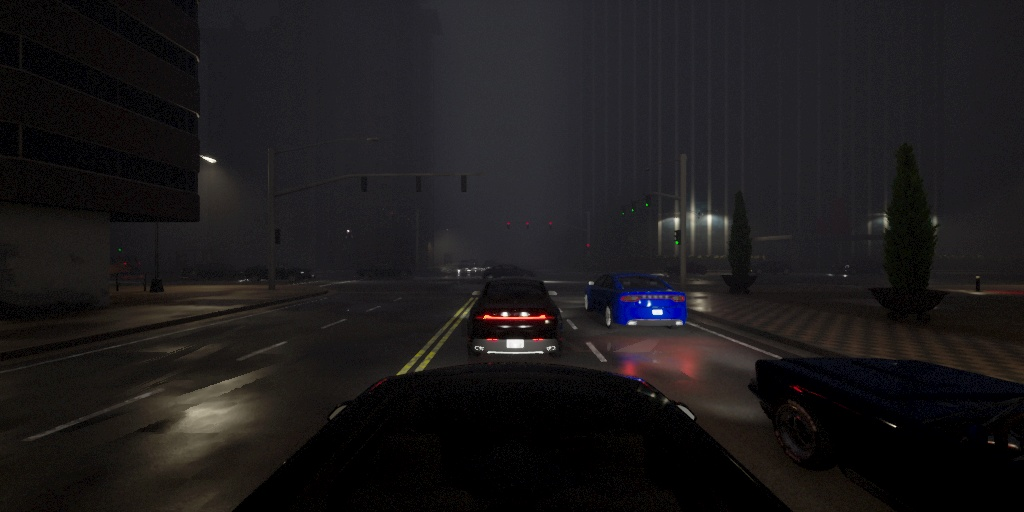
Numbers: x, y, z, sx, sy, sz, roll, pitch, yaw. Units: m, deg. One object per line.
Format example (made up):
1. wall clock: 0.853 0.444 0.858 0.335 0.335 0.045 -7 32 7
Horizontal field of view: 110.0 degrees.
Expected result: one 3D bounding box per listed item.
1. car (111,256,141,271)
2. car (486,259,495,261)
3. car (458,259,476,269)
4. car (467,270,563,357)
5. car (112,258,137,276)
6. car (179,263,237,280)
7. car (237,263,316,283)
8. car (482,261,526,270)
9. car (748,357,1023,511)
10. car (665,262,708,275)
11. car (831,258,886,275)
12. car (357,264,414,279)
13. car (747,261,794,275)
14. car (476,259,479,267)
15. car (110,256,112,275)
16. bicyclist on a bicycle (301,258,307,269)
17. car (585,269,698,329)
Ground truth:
1. car: -42.686 0.971 37.951 5.566 2.045 2.150 0 0 1
2. car: -3.600 1.314 57.160 1.994 1.385 4.181 0 0 0
3. car: -7.100 1.275 55.289 1.812 1.442 4.674 0 0 0
4. car: 0.060 1.255 8.555 1.837 1.490 4.892 0 0 0
5. car: -39.829 1.228 34.504 5.008 1.535 1.882 0 0 -1
6. car: -25.387 1.297 30.955 5.357 1.411 2.033 0 0 -1
7. car: -17.682 1.242 27.479 4.902 1.511 2.128 0 0 1
8. car: -0.224 1.314 27.712 4.181 1.385 1.994 0 0 -1
9. car: 3.601 1.351 1.899 1.895 1.301 4.718 0 0 0
10. car: 18.700 1.314 38.606 4.181 1.385 1.994 0 0 -1
11. car: 37.385 1.102 38.787 4.553 1.767 2.097 0 0 0
12. car: -11.150 1.351 31.910 4.718 1.301 1.895 0 0 -13
13. car: 27.552 1.255 38.697 4.892 1.490 1.837 0 0 -1
14. car: -7.072 1.255 64.546 1.837 1.490 4.892 0 0 0
15. car: -34.206 1.101 27.383 4.553 1.767 2.097 0 0 0
16. bicyclist on a bicycle: -26.427 1.051 45.427 0.582 1.620 1.656 0 0 -1
17. car: 3.573 1.228 11.244 1.882 1.535 5.008 0 0 0
